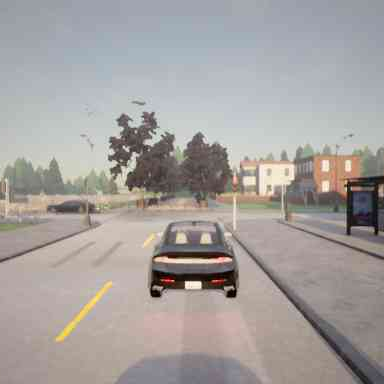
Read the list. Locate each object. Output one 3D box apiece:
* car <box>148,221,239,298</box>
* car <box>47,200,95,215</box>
[{"bbox_3d":[0.049,1.486,8.484,2.128,1.511,4.902,0,0,1],"label":"car"},{"bbox_3d":[-12.153,1.504,33.487,4.674,1.442,1.812,0,0,1],"label":"car"}]
